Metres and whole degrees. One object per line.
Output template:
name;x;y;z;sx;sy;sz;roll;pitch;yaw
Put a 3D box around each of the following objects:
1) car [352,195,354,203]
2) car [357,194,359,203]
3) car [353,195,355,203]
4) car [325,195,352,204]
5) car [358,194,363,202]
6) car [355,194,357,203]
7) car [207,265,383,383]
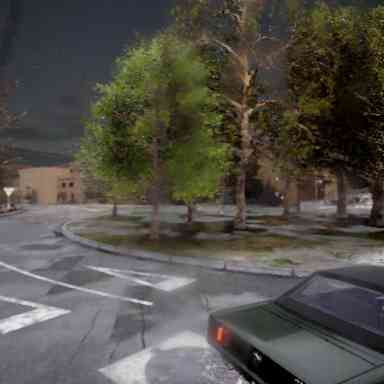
car;32.642;1.969;73.944;5.008;1.535;2.097;1;0;33
car;37.171;1.966;80.870;4.892;1.521;2.231;1;0;33
car;34.157;2.008;76.246;4.674;1.452;2.002;1;0;33
car;31.161;1.839;71.612;4.553;1.767;2.185;1;0;33
car;40.173;1.699;85.495;5.566;2.045;2.435;1;0;33
car;35.692;1.842;78.537;4.553;1.767;2.185;1;0;33
car;2.662;1.639;4.082;4.718;1.301;1.895;1;0;-26
